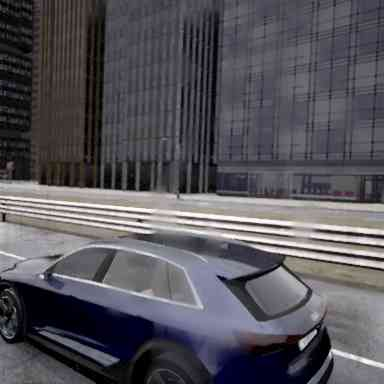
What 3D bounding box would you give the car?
[{"bbox_3d":[-0.745,1.329,4.434,4.856,1.649,2.033,2,1,36],"label":"car"}]
